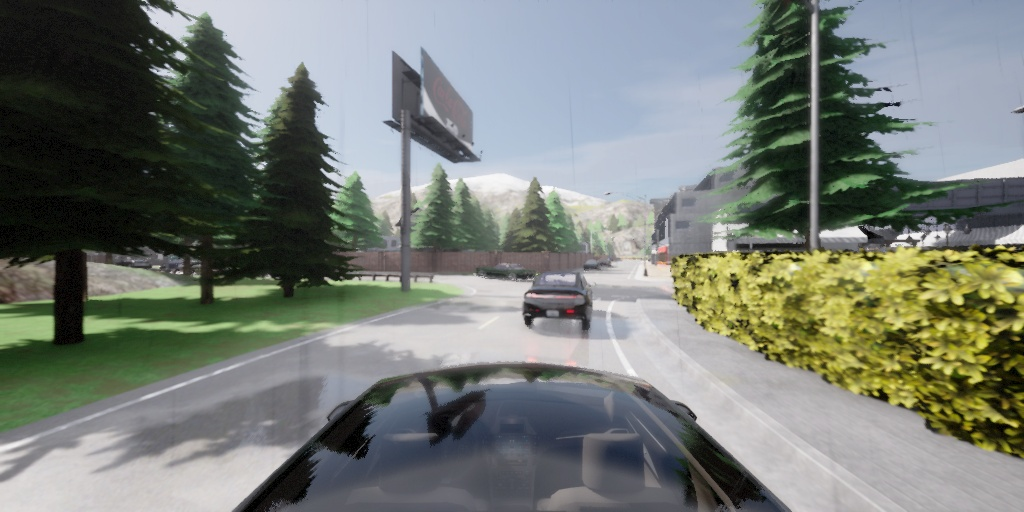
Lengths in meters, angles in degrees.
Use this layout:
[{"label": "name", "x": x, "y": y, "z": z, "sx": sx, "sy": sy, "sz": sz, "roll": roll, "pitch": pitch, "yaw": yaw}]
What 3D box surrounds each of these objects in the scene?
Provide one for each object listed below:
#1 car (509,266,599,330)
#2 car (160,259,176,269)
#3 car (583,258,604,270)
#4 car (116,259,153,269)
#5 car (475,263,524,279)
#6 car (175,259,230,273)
[{"label": "car", "x": 1.574, "y": 1.238, "z": 11.307, "sx": 2.128, "sy": 1.511, "sz": 4.902, "roll": 0, "pitch": 0, "yaw": 13}, {"label": "car", "x": -37.731, "y": 0.999, "z": 41.160, "sx": 5.357, "sy": 1.411, "sz": 2.033, "roll": 0, "pitch": 0, "yaw": 20}, {"label": "car", "x": 11.075, "y": 1.228, "z": 49.553, "sx": 1.882, "sy": 1.535, "sz": 5.008, "roll": 0, "pitch": 0, "yaw": 20}, {"label": "car", "x": -46.588, "y": 0.991, "z": 44.161, "sx": 4.181, "sy": 1.385, "sz": 1.994, "roll": 0, "pitch": 0, "yaw": 19}, {"label": "car", "x": -0.635, "y": 1.224, "z": 28.433, "sx": 4.718, "sy": 1.301, "sz": 1.895, "roll": 3, "pitch": 1, "yaw": 32}, {"label": "car", "x": -29.486, "y": 1.078, "z": 34.468, "sx": 4.718, "sy": 1.301, "sz": 1.895, "roll": 0, "pitch": 0, "yaw": 19}]
